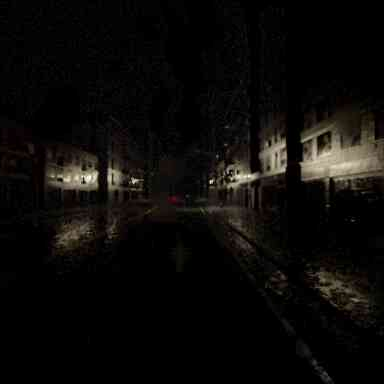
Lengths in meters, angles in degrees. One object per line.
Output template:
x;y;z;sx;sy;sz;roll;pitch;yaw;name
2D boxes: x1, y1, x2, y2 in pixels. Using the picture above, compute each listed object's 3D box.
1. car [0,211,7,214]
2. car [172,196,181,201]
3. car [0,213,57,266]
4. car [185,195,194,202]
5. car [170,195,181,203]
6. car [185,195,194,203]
-9.854;1.600;15.625;1.812;1.442;4.674;0;0;0;car
-3.884;1.633;84.036;1.994;1.385;4.181;0;0;0;car
-6.663;1.652;11.911;1.895;1.301;4.718;0;0;0;car
-0.635;1.592;84.061;2.128;1.511;4.902;0;0;0;car
-3.806;1.489;73.843;2.097;1.767;4.553;0;0;0;car
-0.558;1.586;74.056;1.812;1.442;4.674;0;0;0;car
